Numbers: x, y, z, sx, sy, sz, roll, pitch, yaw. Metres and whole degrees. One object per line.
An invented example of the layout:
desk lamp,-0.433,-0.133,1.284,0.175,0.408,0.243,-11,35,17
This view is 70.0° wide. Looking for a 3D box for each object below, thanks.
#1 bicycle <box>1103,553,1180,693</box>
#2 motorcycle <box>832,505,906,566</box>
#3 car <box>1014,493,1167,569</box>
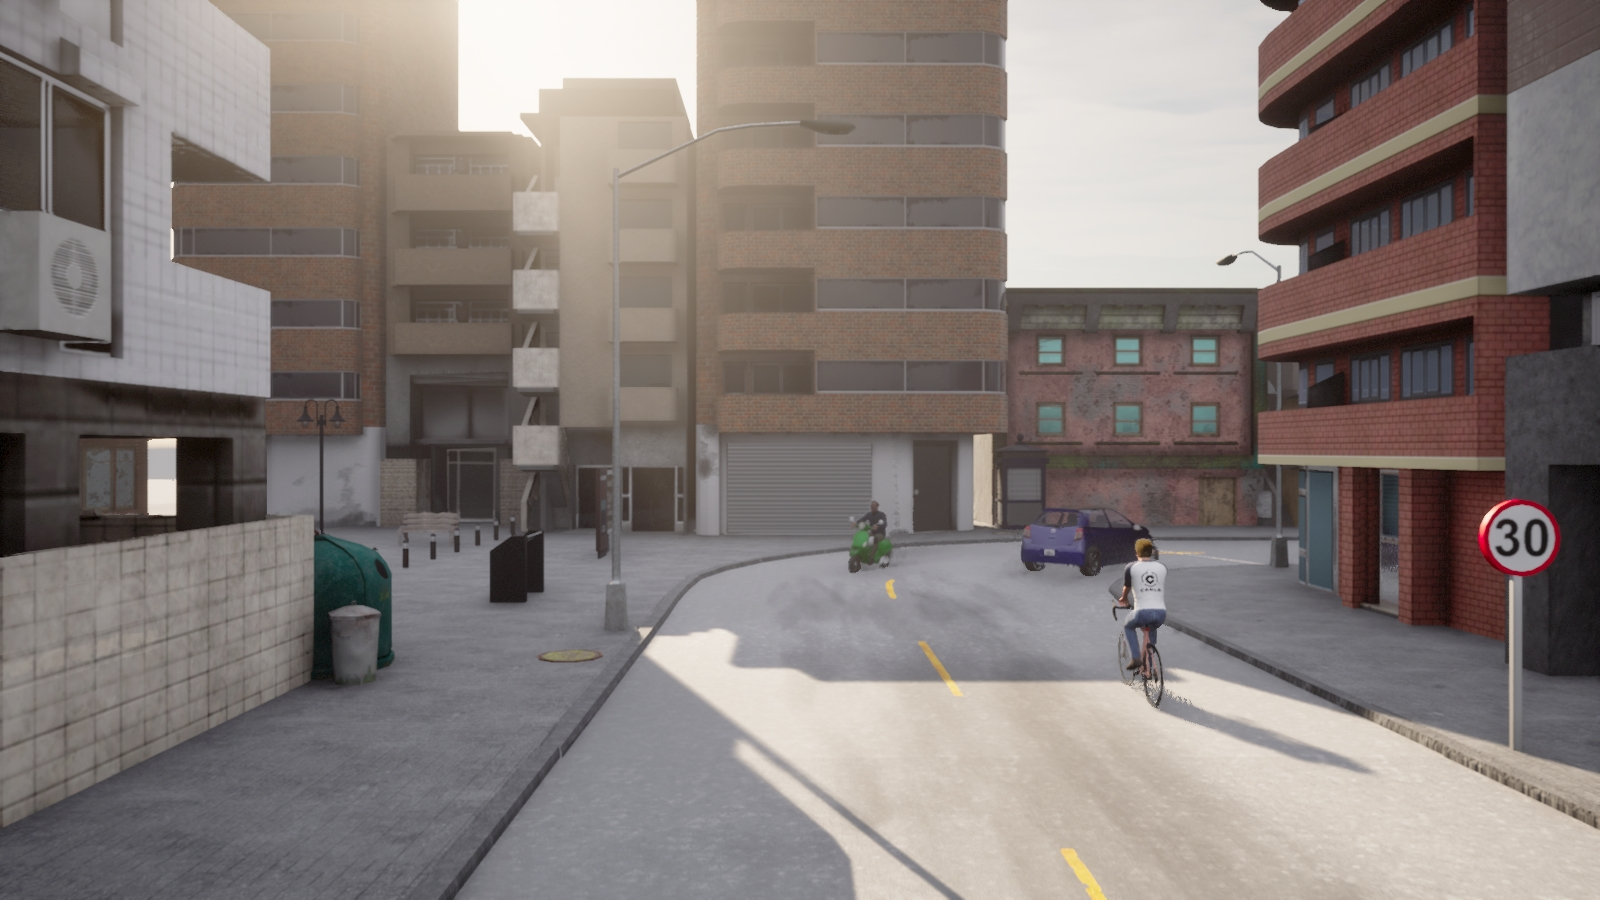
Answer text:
bicycle,3.864,1.925,13.016,0.373,1.296,1.643,0,2,0
motorcycle,1.609,1.946,26.340,0.856,1.236,1.805,2,1,35
car,6.754,1.801,26.395,1.845,1.501,3.633,-1,-1,45
